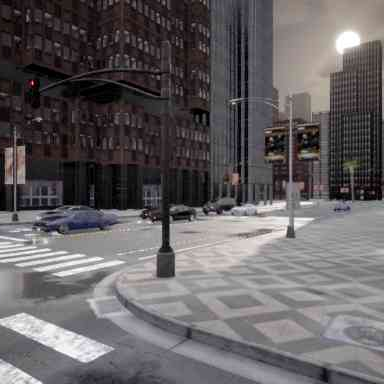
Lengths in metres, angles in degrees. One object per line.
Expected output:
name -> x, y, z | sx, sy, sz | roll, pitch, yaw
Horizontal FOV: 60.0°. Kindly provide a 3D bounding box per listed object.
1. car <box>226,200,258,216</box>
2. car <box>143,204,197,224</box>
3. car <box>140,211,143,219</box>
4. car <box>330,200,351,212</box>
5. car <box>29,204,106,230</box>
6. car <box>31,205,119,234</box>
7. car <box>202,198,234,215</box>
car -> 6.345, 2.077, 39.954 | 1.812, 1.442, 4.674 | 0, -1, 36
car -> -1.560, 1.830, 28.812 | 1.882, 1.535, 5.008 | 0, -1, 35
car -> -3.102, 1.940, 32.270 | 1.994, 1.385, 4.181 | 0, -1, 35
car -> 24.254, 2.430, 53.675 | 2.033, 1.411, 5.357 | 0, -1, 34
car -> -8.862, 1.723, 24.125 | 2.128, 1.511, 4.902 | 0, -1, 35
car -> -7.124, 1.760, 20.958 | 2.033, 1.411, 5.357 | 0, -1, 35
car -> 3.497, 1.765, 41.565 | 2.150, 2.045, 5.566 | 0, -1, 35
